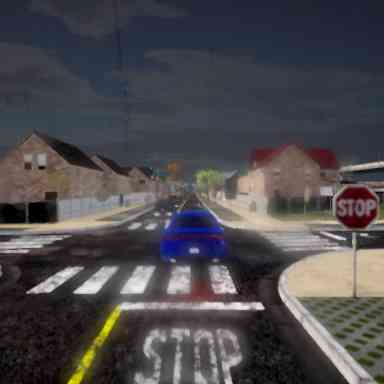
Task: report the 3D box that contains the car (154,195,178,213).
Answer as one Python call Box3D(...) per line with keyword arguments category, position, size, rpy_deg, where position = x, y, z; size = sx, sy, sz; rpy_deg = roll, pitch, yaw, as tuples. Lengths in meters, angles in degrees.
Box3D(category="car", position=(-2.846, 1.350, 35.057), size=(2.033, 1.411, 5.357), rpy_deg=(0, 0, 0))

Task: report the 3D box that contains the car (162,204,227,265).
Box3D(category="car", position=(0.078, 1.405, 11.440), size=(1.882, 1.535, 5.008), rpy_deg=(0, 1, 0))

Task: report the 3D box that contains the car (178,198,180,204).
Box3D(category="car", position=(-2.827, 1.243, 50.122), size=(1.812, 1.442, 4.674), rpy_deg=(0, 0, 0))
